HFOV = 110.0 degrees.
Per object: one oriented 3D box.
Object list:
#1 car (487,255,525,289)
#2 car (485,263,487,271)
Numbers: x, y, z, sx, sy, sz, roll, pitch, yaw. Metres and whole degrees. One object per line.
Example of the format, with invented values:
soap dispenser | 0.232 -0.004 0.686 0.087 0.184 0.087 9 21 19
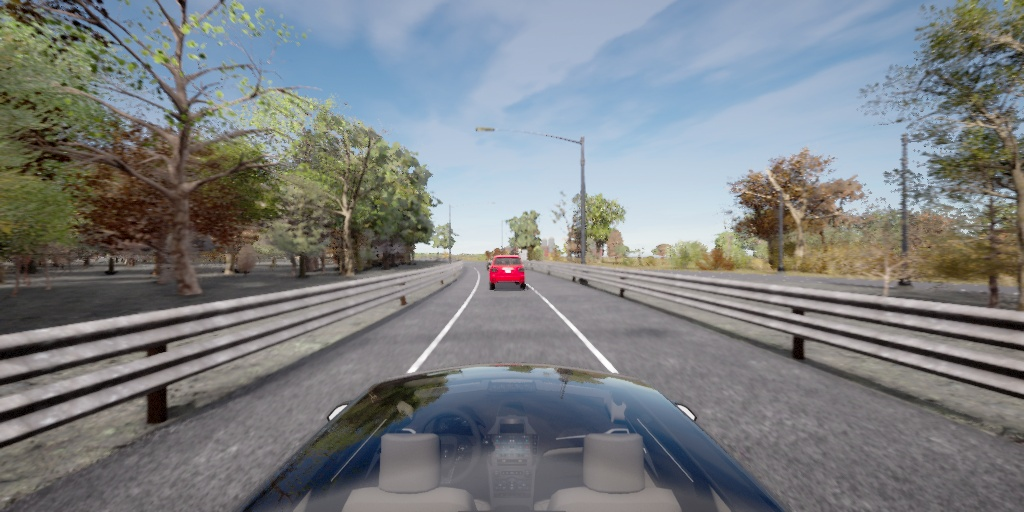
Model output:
car | -0.411 0.983 23.477 2.150 2.045 5.566 0 0 -4
car | -2.646 1.352 48.528 1.895 1.301 4.718 0 0 -8
